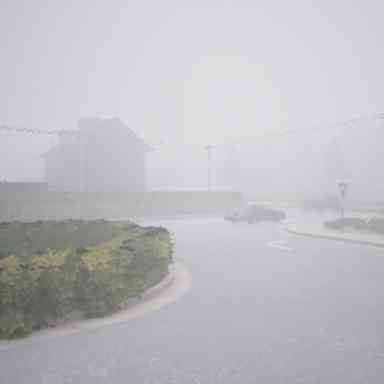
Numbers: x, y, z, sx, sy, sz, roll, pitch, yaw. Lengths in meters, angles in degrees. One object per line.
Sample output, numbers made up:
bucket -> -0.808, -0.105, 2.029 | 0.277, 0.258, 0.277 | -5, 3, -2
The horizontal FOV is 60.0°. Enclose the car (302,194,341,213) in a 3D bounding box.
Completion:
car -> 14.659, 1.219, 37.908 | 2.150, 2.045, 5.566 | 1, 0, -7

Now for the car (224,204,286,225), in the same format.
car -> 4.659, 1.546, 24.212 | 5.357, 1.411, 2.033 | 0, 0, -41
